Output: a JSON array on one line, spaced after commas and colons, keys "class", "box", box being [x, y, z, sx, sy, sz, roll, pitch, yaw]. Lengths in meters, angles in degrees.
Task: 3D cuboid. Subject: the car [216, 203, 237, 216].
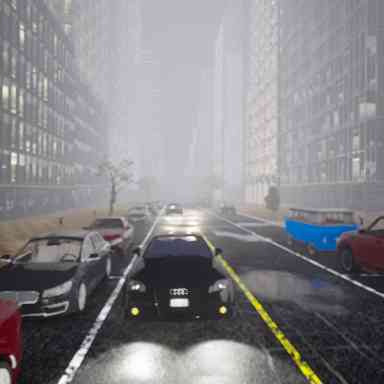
[{"class": "car", "box": [3.745, 1.830, 36.314, 2.008, 1.369, 4.403, 0, 0, -3]}]

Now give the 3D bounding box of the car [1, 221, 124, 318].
[{"class": "car", "box": [-2.922, 1.587, 7.447, 2.008, 1.369, 4.403, 0, 0, -3]}]

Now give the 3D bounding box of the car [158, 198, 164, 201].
[{"class": "car", "box": [-5.300, 1.883, 47.160, 1.802, 1.307, 4.206, 0, 0, -3]}]

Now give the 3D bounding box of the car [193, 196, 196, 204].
[{"class": "car", "box": [2.045, 1.782, 64.684, 2.192, 1.841, 5.009, 0, 0, -3]}]

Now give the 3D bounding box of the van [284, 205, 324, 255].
[{"class": "van", "box": [5.103, 1.469, 13.623, 1.690, 1.788, 3.998, 0, 0, -3]}]

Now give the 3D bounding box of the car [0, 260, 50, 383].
[{"class": "car", "box": [-2.582, 1.543, 1.774, 1.887, 1.381, 4.507, 0, 0, -3]}]

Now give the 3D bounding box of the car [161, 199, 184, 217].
[{"class": "car", "box": [-1.887, 1.786, 35.283, 2.033, 1.411, 5.357, 0, 0, -3]}]

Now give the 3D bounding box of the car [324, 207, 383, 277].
[{"class": "car", "box": [5.443, 1.404, 7.949, 2.192, 1.841, 5.009, 0, 0, -3]}]

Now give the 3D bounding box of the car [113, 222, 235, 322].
[{"class": "car", "box": [-0.316, 1.615, 7.353, 1.994, 1.385, 4.181, 0, 0, -3]}]

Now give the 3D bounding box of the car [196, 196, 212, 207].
[{"class": "car", "box": [2.384, 1.745, 59.010, 2.192, 1.841, 5.009, 0, 0, -3]}]

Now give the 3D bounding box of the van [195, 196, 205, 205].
[{"class": "van", "box": [1.705, 1.846, 70.356, 1.690, 1.788, 3.998, 0, 0, -3]}]

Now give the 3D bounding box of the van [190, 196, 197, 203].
[{"class": "van", "box": [0.346, 1.993, 93.049, 1.690, 1.788, 3.998, 0, 0, -3]}]

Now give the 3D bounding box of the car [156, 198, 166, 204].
[{"class": "car", "box": [-7.000, 2.054, 75.528, 1.947, 1.339, 4.313, 0, 0, -3]}]

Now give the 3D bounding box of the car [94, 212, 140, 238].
[{"class": "car", "box": [-3.262, 1.656, 13.120, 1.802, 1.307, 4.206, 0, 0, -3]}]

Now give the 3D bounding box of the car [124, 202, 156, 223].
[{"class": "car", "box": [-3.941, 1.701, 24.467, 2.008, 1.369, 4.403, 0, 0, -3]}]

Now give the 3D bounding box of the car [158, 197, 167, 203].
[{"class": "car", "box": [-7.679, 2.113, 86.874, 2.008, 1.369, 4.403, 0, 0, -3]}]

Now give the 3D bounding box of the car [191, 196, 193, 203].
[{"class": "car", "box": [1.366, 1.982, 76.029, 1.967, 1.590, 4.097, 0, 0, -3]}]

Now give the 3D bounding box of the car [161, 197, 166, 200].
[{"class": "car", "box": [-5.640, 1.779, 52.834, 1.967, 1.590, 4.097, 0, 0, -3]}]

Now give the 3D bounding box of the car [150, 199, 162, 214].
[{"class": "car", "box": [-4.621, 1.777, 35.814, 2.008, 1.369, 4.403, 0, 0, -3]}]
